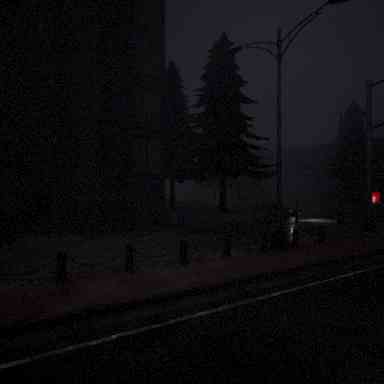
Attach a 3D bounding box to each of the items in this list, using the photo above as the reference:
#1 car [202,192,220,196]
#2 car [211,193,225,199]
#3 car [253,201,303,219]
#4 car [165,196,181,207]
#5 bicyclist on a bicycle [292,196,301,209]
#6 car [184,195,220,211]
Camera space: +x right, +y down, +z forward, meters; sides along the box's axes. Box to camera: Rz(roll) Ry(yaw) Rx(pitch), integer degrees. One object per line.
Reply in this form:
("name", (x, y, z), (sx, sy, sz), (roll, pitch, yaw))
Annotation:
("car", (5.165, 1.113, 92.444), (1.932, 1.855, 4.605), (0, 0, -37))
("car", (7.253, 1.092, 94.506), (1.905, 1.878, 3.866), (0, 0, -37))
("car", (7.535, 1.541, 29.475), (1.812, 1.442, 4.674), (0, 0, -38))
("car", (-3.591, 1.616, 50.451), (1.895, 1.301, 4.718), (0, 0, -34))
("bicyclist on a bicycle", (11.472, 1.316, 36.639), (1.656, 1.620, 0.582), (0, 0, -37))
("car", (1.330, 1.493, 37.662), (1.882, 1.535, 5.008), (0, 0, -37))
